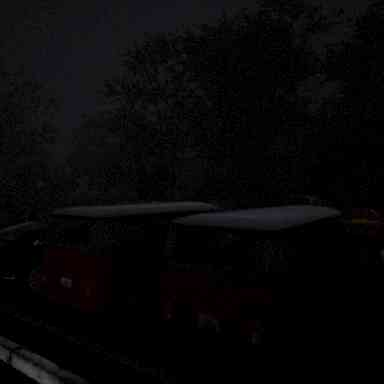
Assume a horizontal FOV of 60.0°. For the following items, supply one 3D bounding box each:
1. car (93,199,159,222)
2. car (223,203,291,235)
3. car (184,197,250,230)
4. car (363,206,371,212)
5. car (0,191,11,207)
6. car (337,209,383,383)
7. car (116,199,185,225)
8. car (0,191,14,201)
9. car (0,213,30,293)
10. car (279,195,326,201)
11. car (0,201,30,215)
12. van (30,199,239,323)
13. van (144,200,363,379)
[{"bbox_3d":[-5.043,1.343,26.198,2.231,1.521,4.892,1,0,35],"label":"car"},{"bbox_3d":[3.986,1.464,19.735,2.163,1.488,4.792,1,0,35],"label":"car"},{"bbox_3d":[1.758,1.286,21.393,2.185,1.767,4.553,1,0,35],"label":"car"},{"bbox_3d":[8.635,1.477,16.693,1.946,1.575,5.366,1,0,35],"label":"car"},{"bbox_3d":[-25.616,0.882,40.786,2.435,2.045,5.566,1,0,35],"label":"car"},{"bbox_3d":[3.654,1.256,3.923,2.435,2.045,5.566,1,0,35],"label":"car"},{"bbox_3d":[-2.891,1.362,24.433,1.946,1.575,5.366,1,0,35],"label":"car"},{"bbox_3d":[-10.054,1.116,13.670,2.435,2.045,5.566,1,0,35],"label":"car"},{"bbox_3d":[-3.189,1.438,8.816,2.231,1.521,4.892,1,0,35],"label":"car"},{"bbox_3d":[6.283,1.206,18.173,2.435,2.045,5.566,1,0,35],"label":"car"},{"bbox_3d":[-5.451,1.288,10.470,2.185,1.767,4.553,1,0,35],"label":"car"},{"bbox_3d":[-0.832,1.235,7.290,1.878,1.987,4.442,1,0,35],"label":"van"},{"bbox_3d":[1.453,1.258,5.666,1.878,1.987,4.442,1,0,35],"label":"van"}]
